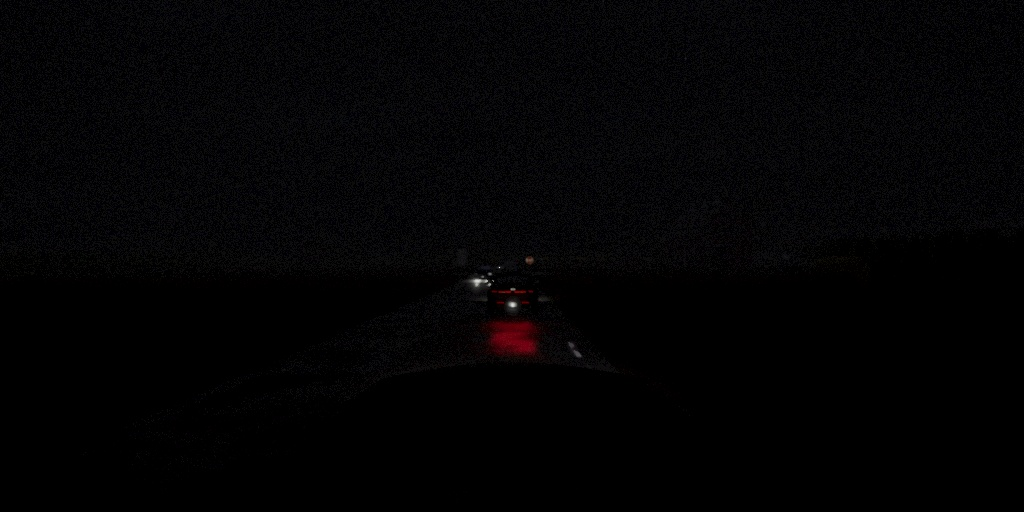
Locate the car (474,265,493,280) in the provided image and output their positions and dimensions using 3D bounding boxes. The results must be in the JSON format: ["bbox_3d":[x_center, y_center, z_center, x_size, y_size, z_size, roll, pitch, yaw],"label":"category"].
[{"bbox_3d":[-2.774,1.656,37.234,2.033,1.411,5.357,0,-1,1],"label":"car"}]

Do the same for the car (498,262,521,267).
[{"bbox_3d":[0.049,1.517,29.231,2.128,1.511,4.902,0,-1,0],"label":"car"}]

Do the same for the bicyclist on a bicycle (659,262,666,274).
[{"bbox_3d":[19.954,1.561,47.693,0.582,1.620,1.656,0,-1,0],"label":"bicyclist on a bicycle"}]

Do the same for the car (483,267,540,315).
[{"bbox_3d":[0.048,1.378,14.305,1.837,1.490,4.892,0,0,1],"label":"car"}]

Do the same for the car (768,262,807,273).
[{"bbox_3d":[39.140,1.646,50.920,4.902,1.511,2.128,0,-2,0],"label":"car"}]
